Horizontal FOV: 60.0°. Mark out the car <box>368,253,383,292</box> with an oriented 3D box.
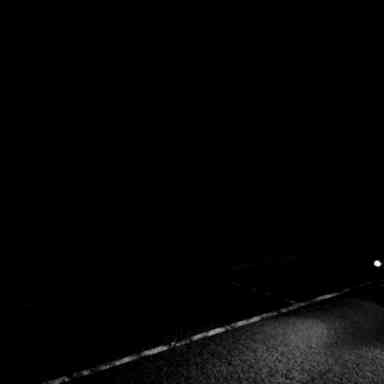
[{"bbox_3d":[6.127,1.615,7.762,4.718,1.301,1.895,0,0,-35],"label":"car"}]
